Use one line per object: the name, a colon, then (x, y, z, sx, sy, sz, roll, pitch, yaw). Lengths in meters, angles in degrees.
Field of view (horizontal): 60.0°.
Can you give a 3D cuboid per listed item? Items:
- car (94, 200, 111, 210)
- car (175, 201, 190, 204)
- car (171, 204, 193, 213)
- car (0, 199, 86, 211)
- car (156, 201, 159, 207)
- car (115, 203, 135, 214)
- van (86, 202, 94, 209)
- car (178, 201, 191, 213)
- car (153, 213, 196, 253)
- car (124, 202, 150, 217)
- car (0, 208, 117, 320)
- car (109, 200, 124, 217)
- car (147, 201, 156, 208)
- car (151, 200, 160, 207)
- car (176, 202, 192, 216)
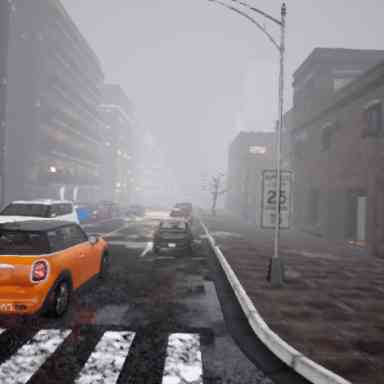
car: (-9.343, 1.845, 31.252, 1.967, 1.590, 4.097, 1, -1, -1)
car: (-1.024, 2.109, 36.736, 2.192, 1.841, 5.009, 1, -1, -1)
car: (-0.911, 1.999, 25.922, 1.967, 1.590, 4.097, 1, -1, -1)
car: (-6.551, 1.334, 13.941, 2.150, 2.045, 5.566, 2, -1, -1)
car: (-9.912, 3.087, 84.746, 1.752, 1.417, 4.829, 1, -1, -1)
car: (-9.517, 2.308, 47.467, 2.008, 1.369, 4.403, 1, -1, -1)
van: (-9.285, 1.628, 25.849, 1.690, 1.788, 3.998, 1, -1, -1)
car: (-1.253, 2.578, 58.359, 2.192, 1.841, 5.009, 1, -1, -1)
car: (-0.797, 1.875, 15.109, 2.008, 1.369, 4.403, 1, -1, -1)
car: (-6.793, 2.226, 39.956, 2.033, 1.411, 5.357, 2, -1, 0)
car: (-3.387, 1.424, 7.686, 2.097, 1.767, 4.553, 2, -1, -1)
car: (-9.399, 1.837, 36.661, 2.192, 1.841, 5.009, 1, -1, -1)
car: (-9.802, 2.781, 74.497, 1.967, 1.590, 4.097, 1, -1, -1)
car: (-9.971, 3.125, 90.496, 1.967, 1.590, 4.097, 1, -1, -1)
car: (-1.139, 2.344, 47.548, 2.192, 1.841, 5.009, 1, -1, -1)
